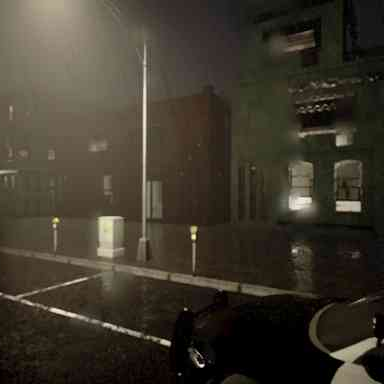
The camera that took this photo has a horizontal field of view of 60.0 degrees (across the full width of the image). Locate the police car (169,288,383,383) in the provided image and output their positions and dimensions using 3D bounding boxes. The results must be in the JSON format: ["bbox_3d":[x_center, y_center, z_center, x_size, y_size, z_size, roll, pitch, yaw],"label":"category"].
[{"bbox_3d":[2.187,1.436,2.694,5.238,1.638,1.930,0,0,32],"label":"police car"}]
